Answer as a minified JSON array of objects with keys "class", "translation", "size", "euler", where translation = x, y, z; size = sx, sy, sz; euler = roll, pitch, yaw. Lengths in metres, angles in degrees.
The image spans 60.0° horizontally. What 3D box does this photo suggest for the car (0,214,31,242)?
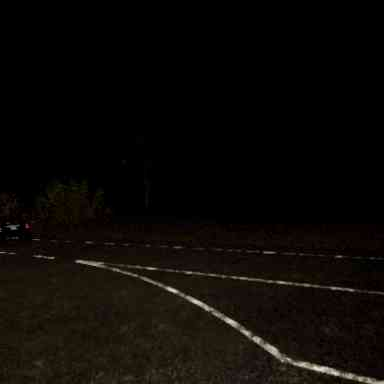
[{"class":"car","translation":[-11.567,2.129,19.600],"size":[4.553,1.767,2.097],"euler":[-4,0,35]}]
